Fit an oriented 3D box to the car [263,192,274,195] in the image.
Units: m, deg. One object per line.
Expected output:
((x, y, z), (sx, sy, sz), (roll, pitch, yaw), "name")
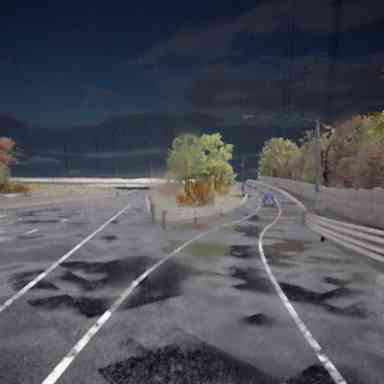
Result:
((16.032, 1.086, 69.589), (2.150, 2.045, 5.566), (1, 4, 11), "car")

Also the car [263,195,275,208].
((13.859, 1.935, 59.749), (2.128, 1.511, 4.902), (1, 2, 13), "car")

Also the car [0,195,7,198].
((-33.631, 1.263, 57.596), (2.128, 1.511, 4.902), (0, 0, -8), "car")

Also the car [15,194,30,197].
((-30.344, 1.136, 59.396), (2.097, 1.767, 4.553), (0, 0, -8), "car")
